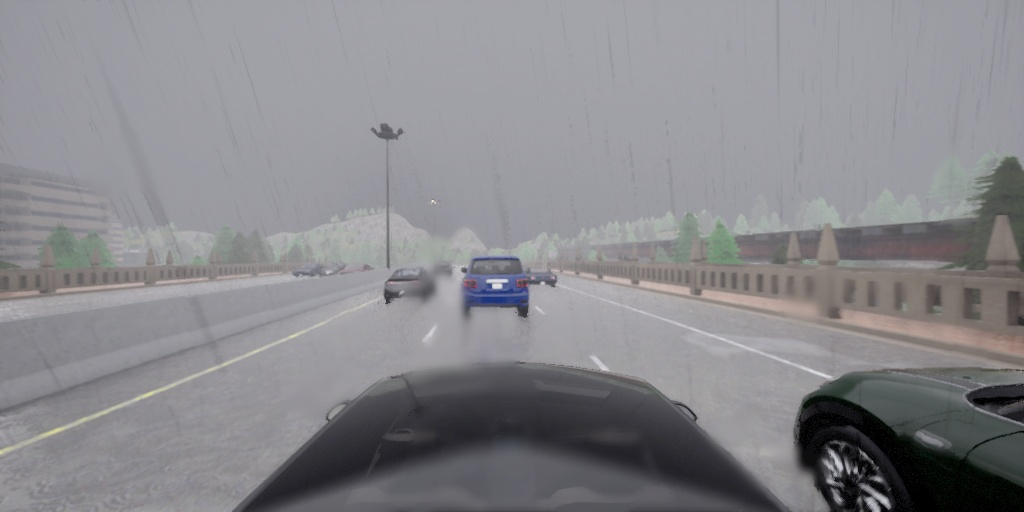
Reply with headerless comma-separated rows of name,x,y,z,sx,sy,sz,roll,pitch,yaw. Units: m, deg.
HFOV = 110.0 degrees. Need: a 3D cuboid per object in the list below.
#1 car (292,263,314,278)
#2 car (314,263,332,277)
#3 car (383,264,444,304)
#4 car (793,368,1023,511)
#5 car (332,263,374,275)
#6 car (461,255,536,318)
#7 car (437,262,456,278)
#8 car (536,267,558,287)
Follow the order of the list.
car,-21.248,1.493,38.166,2.033,1.411,5.357,0,0,-6
car,-17.488,1.412,36.083,2.128,1.511,4.902,0,0,-6
car,-4.580,1.296,16.711,2.128,1.511,4.902,0,0,-6
car,3.425,1.087,1.141,2.097,1.767,4.553,0,0,0
car,-13.399,1.364,31.061,1.882,1.535,5.008,0,0,-6
car,-0.699,0.997,13.364,2.150,2.045,5.566,0,0,-6
car,-6.588,1.362,34.846,1.837,1.490,4.892,0,0,-6
car,1.653,1.388,24.256,1.895,1.301,4.718,0,0,-6
